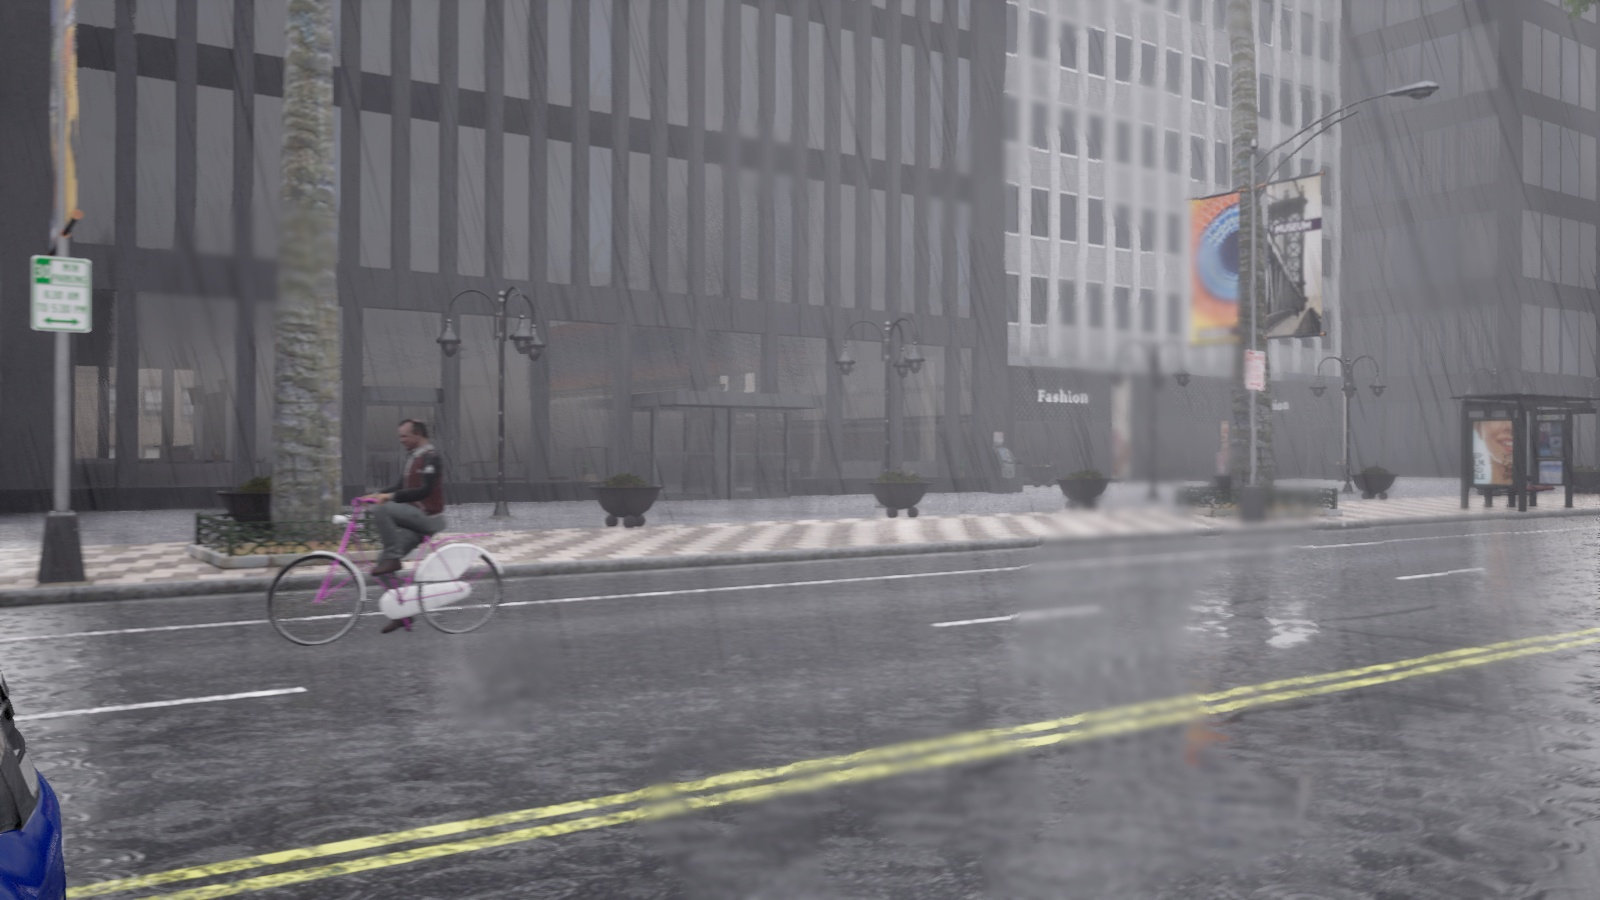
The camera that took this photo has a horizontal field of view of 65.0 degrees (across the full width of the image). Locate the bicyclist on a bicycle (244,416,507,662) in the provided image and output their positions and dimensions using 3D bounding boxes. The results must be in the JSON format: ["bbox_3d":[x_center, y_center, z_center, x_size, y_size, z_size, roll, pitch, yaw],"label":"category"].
[{"bbox_3d":[-3.312,0.646,9.882,1.843,1.776,0.659,0,0,-35],"label":"bicyclist on a bicycle"}]

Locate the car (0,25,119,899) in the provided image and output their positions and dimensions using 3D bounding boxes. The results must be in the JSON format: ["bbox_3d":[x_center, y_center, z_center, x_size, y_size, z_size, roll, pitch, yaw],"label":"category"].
[{"bbox_3d":[-3.824,0.474,0.999,5.566,2.045,2.150,0,0,-35],"label":"car"}]
